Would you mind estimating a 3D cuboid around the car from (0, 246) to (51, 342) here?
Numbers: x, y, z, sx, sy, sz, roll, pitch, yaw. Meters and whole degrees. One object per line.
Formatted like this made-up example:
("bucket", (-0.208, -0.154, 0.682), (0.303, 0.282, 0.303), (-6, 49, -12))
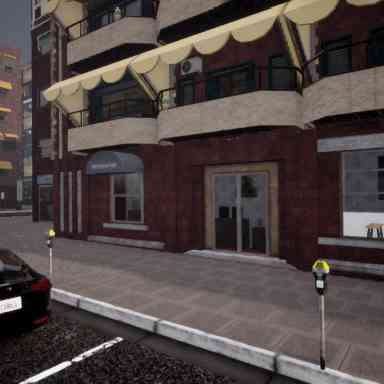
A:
("car", (-4.164, 1.567, 5.706), (4.313, 1.339, 1.947), (0, -1, 36))
